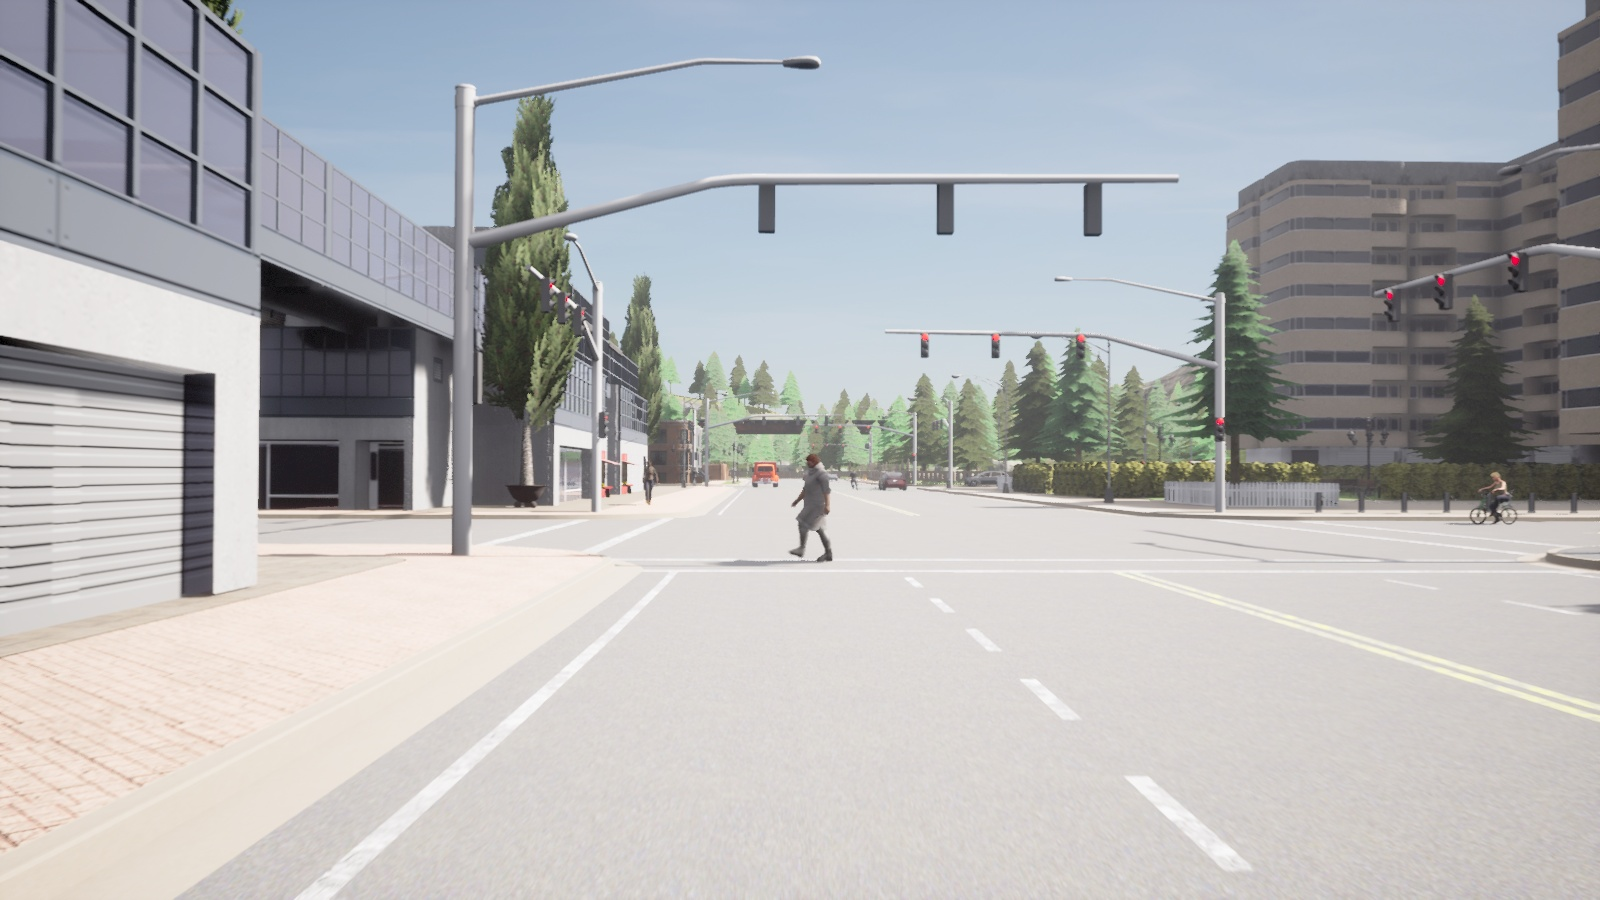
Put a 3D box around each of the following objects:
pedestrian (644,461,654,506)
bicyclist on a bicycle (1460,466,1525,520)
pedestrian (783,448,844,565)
[{"bbox_3d":[-6.082,1.346,50.701,0.328,1.805,0.869,0,-1,-2],"label":"pedestrian"},{"bbox_3d":[21.323,1.313,38.664,1.509,1.612,0.866,0,-1,-2],"label":"bicyclist on a bicycle"},{"bbox_3d":[0.224,0.951,21.383,0.873,1.952,0.659,0,-1,-15],"label":"pedestrian"}]
